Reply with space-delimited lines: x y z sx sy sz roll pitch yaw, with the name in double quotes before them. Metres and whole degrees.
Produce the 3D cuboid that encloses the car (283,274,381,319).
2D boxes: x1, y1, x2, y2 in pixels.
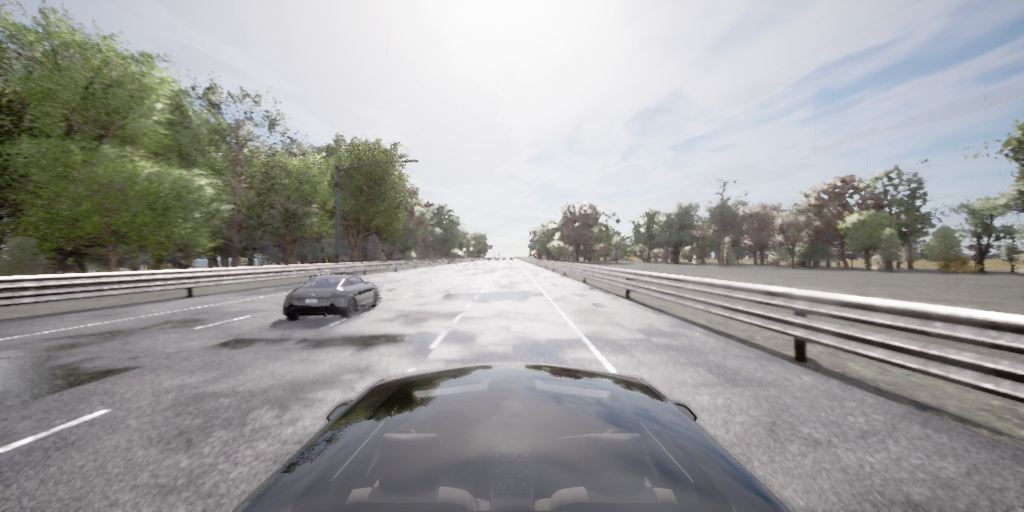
"car" -6.179 1.330 12.806 1.994 1.385 4.181 0 0 -4
